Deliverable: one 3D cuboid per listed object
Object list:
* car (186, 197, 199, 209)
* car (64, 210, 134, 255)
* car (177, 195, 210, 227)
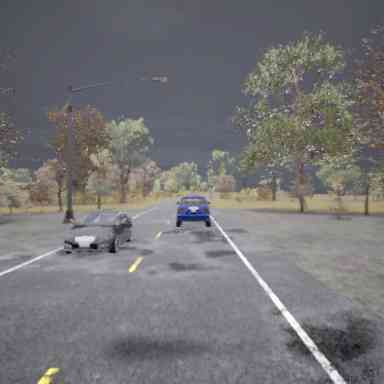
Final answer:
[{"bbox_3d":[0.093,1.541,48.877,1.882,1.535,5.008,0,0,0],"label":"car"},{"bbox_3d":[-3.591,1.509,13.554,2.128,1.511,4.902,0,0,0],"label":"car"},{"bbox_3d":[0.095,1.253,23.394,2.150,2.045,5.566,0,0,0],"label":"car"}]
